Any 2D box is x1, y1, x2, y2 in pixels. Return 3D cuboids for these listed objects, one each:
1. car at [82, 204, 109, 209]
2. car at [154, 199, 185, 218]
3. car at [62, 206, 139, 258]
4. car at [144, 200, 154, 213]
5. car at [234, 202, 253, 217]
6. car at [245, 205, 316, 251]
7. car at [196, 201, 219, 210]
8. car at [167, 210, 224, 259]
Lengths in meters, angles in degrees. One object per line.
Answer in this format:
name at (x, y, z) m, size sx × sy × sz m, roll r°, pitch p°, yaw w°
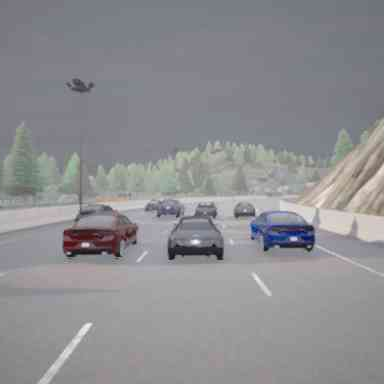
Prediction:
car at (-6.373, 1.616, 22.984) m, size 1.837 × 1.490 × 4.892 m, roll 0°, pitch 0°, yaw 4°
car at (-1.948, 1.488, 32.325) m, size 2.097 × 1.767 × 4.553 m, roll 0°, pitch 0°, yaw 7°
car at (-3.351, 1.540, 13.070) m, size 1.882 × 1.535 × 5.008 m, roll 0°, pitch 0°, yaw 1°
car at (-4.325, 1.700, 40.347) m, size 1.812 × 1.442 × 4.674 m, roll 0°, pitch 0°, yaw 9°
car at (5.083, 1.678, 32.222) m, size 1.994 × 1.385 × 4.181 m, roll 0°, pitch 0°, yaw 7°
car at (3.682, 1.524, 14.280) m, size 1.882 × 1.535 × 5.008 m, roll 0°, pitch 0°, yaw 1°
car at (1.403, 1.612, 30.920) m, size 2.128 × 1.511 × 4.902 m, roll 0°, pitch 0°, yaw 6°
car at (0.151, 1.616, 12.892) m, size 1.994 × 1.385 × 4.181 m, roll 0°, pitch 0°, yaw 1°
